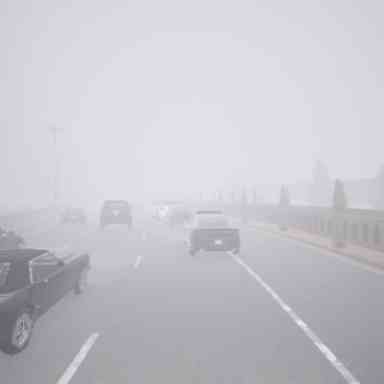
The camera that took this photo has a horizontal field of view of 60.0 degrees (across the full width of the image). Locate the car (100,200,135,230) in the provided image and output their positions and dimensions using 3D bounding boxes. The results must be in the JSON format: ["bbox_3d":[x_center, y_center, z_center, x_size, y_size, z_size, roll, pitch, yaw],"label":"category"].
[{"bbox_3d":[-5.568,1.592,24.642,2.150,2.045,5.566,0,-1,-11],"label":"car"}]

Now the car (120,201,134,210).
[{"bbox_3d":[-12.030,2.464,60.894,2.033,1.411,5.357,0,-1,-16],"label":"car"}]

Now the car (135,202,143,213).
[{"bbox_3d":[-8.175,2.226,47.887,1.812,1.442,4.674,0,-1,-16],"label":"car"}]

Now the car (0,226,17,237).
[{"bbox_3d":[-7.163,1.713,10.769,1.837,1.490,4.892,0,-1,-4],"label":"car"}]

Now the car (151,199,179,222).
[{"bbox_3d":[-2.508,1.645,31.489,2.150,2.045,5.566,0,-1,-15],"label":"car"}]

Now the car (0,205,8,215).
[{"bbox_3d":[-25.827,2.481,45.051,1.895,1.301,4.718,0,-1,-16],"label":"car"}]

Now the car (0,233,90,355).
[{"bbox_3d":[-3.398,1.713,6.186,1.895,1.301,4.718,-1,-1,-1],"label":"car"}]

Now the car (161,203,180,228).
[{"bbox_3d":[-0.968,1.829,25.034,1.837,1.490,4.892,-1,-1,-12],"label":"car"}]

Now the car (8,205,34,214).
[{"bbox_3d":[-21.321,2.350,42.068,1.994,1.385,4.181,0,-1,-16],"label":"car"}]

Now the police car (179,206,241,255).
[{"bbox_3d":[0.681,1.598,14.268,1.930,1.638,5.238,-1,-1,-6],"label":"police car"}]

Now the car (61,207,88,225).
[{"bbox_3d":[-10.312,2.049,29.289,1.994,1.385,4.181,0,-1,-14],"label":"car"}]
